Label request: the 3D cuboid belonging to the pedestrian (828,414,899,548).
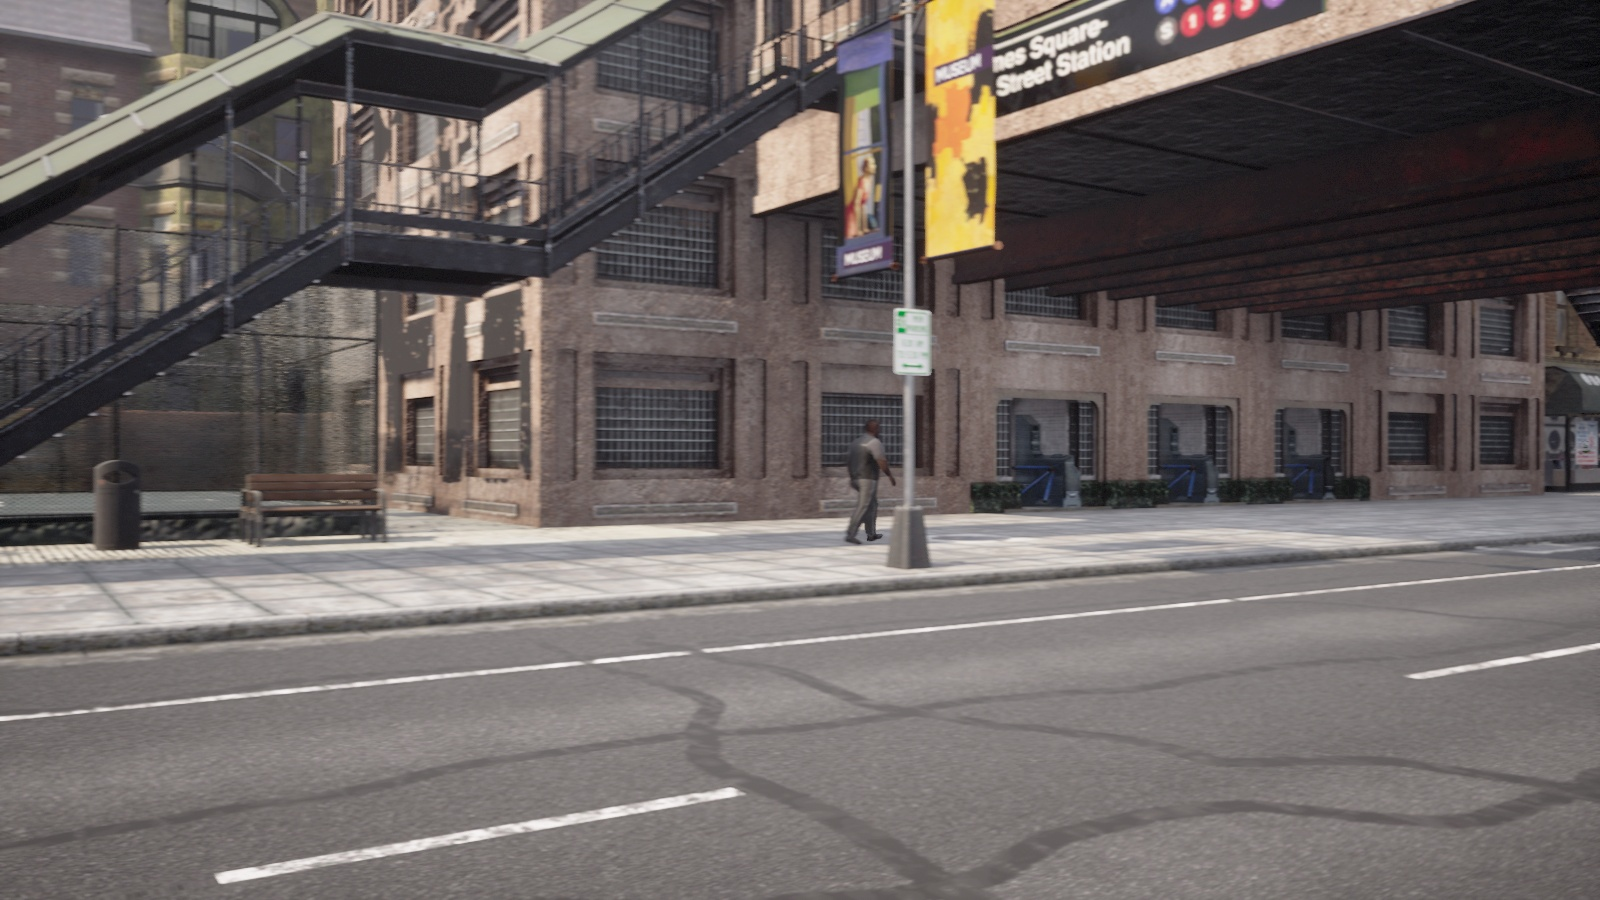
[{"bbox_3d":[0.919,0.439,18.204,0.849,1.883,0.563,0,0,-31],"label":"pedestrian"}]
